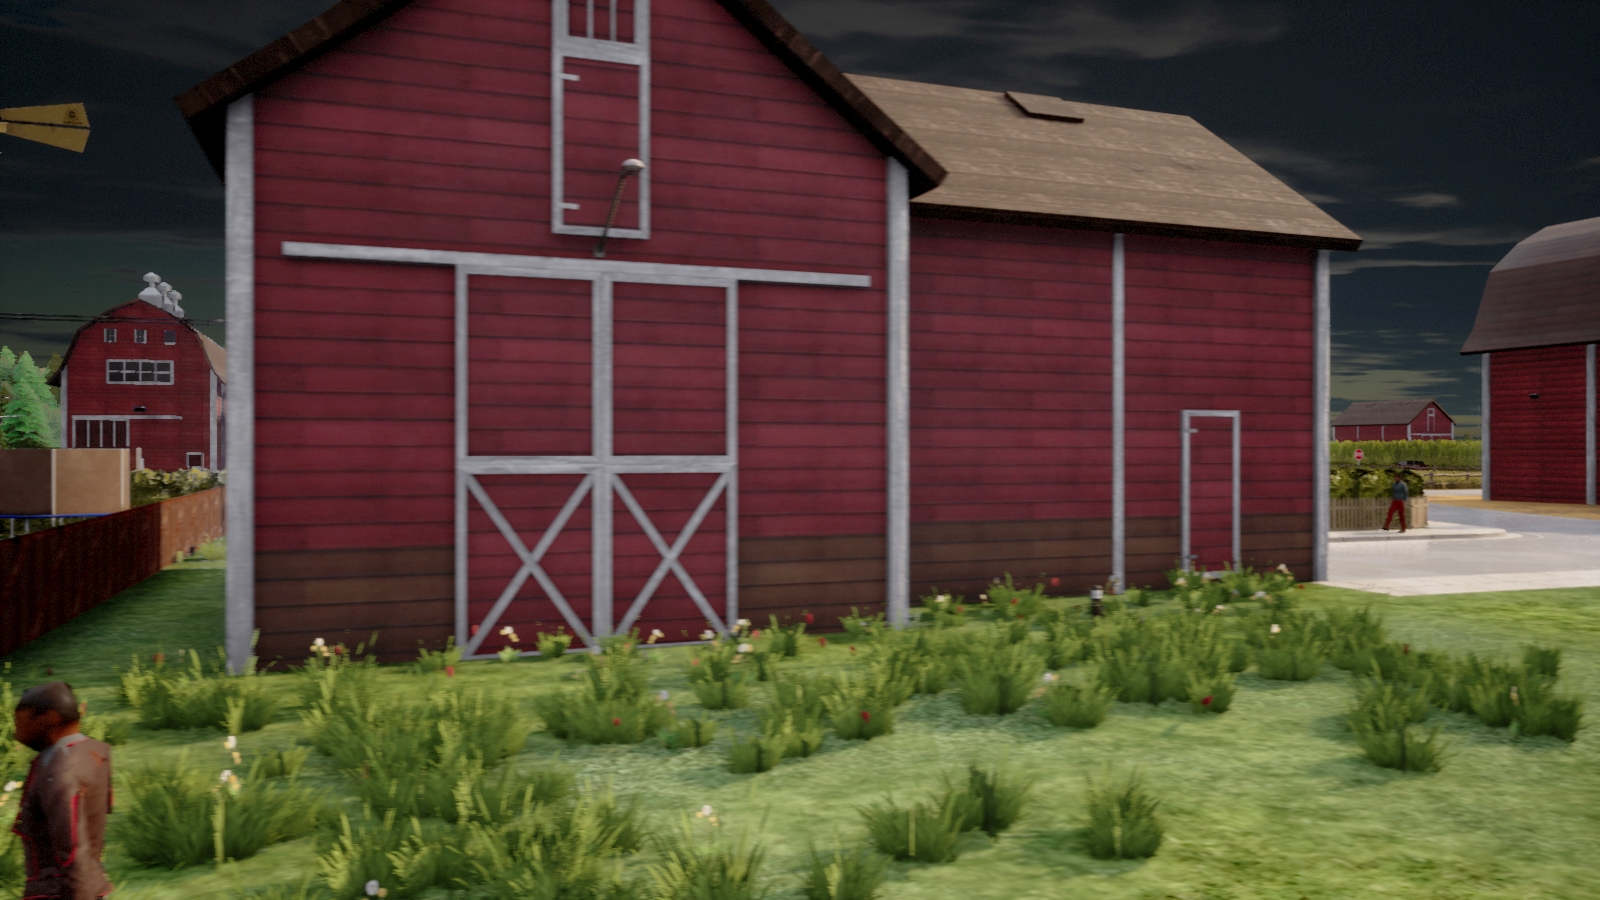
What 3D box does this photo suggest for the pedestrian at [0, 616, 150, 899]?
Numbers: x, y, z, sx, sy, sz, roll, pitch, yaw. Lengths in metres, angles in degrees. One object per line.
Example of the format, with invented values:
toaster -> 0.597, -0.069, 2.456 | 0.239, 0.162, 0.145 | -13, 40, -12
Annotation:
pedestrian -> -2.587, 1.555, 4.083 | 0.375, 1.860, 0.375 | 0, 0, -14

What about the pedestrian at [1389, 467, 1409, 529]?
pedestrian -> 18.208, 1.465, 34.718 | 0.375, 1.860, 0.375 | 0, 0, -22
